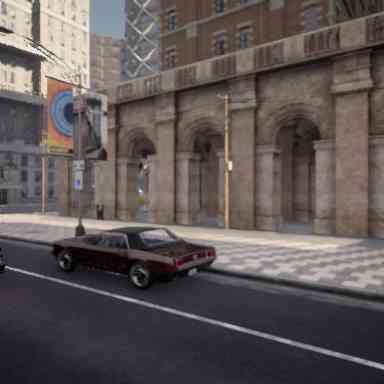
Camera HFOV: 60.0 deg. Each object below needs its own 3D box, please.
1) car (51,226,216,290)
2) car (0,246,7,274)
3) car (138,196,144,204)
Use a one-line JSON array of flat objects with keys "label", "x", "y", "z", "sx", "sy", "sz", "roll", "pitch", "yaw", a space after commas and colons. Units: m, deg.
[{"label": "car", "x": -1.802, "y": 1.600, "z": 9.145, "sx": 4.718, "sy": 1.301, "sz": 1.895, "roll": 0, "pitch": 0, "yaw": 35}, {"label": "car", "x": -7.035, "y": 1.555, "z": 8.911, "sx": 5.357, "sy": 1.411, "sz": 2.033, "roll": 0, "pitch": 0, "yaw": 36}, {"label": "car", "x": -10.110, "y": 1.507, "z": 61.335, "sx": 1.882, "sy": 1.535, "sz": 5.008, "roll": 0, "pitch": 0, "yaw": 36}]
